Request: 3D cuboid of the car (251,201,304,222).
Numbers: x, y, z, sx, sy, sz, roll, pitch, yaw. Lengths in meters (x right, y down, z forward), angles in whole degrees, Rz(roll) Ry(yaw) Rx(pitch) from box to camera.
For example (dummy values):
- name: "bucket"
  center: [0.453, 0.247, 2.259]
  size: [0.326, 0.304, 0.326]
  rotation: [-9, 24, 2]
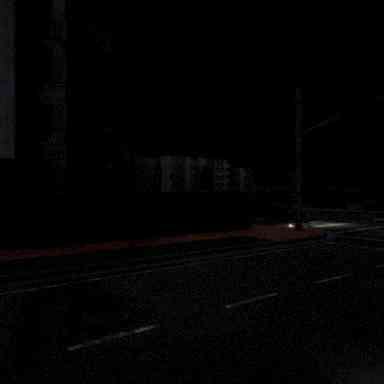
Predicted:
- name: "car"
  center: [6.413, 1.478, 26.374]
  size: [1.882, 1.535, 5.008]
  rotation: [0, 0, -38]
